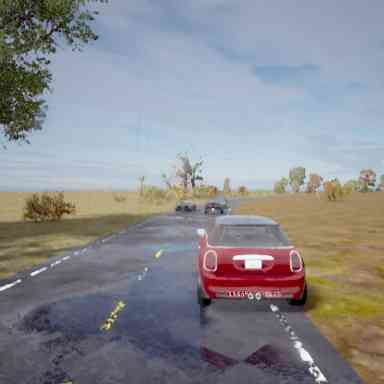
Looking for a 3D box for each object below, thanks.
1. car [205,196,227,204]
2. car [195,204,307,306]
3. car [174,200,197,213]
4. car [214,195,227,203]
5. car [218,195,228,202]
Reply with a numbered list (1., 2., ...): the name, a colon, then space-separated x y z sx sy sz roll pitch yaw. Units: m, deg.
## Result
1. car: 2.386 1.468 34.814 1.837 1.490 4.892 0 0 8
2. car: 1.197 1.345 8.221 2.097 1.767 4.553 0 0 2
3. car: -0.650 1.563 35.984 1.895 1.301 4.718 0 0 8
4. car: 6.073 1.392 70.302 2.128 1.511 4.902 0 0 14
5. car: 3.718 1.494 44.896 2.033 1.411 5.357 0 0 11
